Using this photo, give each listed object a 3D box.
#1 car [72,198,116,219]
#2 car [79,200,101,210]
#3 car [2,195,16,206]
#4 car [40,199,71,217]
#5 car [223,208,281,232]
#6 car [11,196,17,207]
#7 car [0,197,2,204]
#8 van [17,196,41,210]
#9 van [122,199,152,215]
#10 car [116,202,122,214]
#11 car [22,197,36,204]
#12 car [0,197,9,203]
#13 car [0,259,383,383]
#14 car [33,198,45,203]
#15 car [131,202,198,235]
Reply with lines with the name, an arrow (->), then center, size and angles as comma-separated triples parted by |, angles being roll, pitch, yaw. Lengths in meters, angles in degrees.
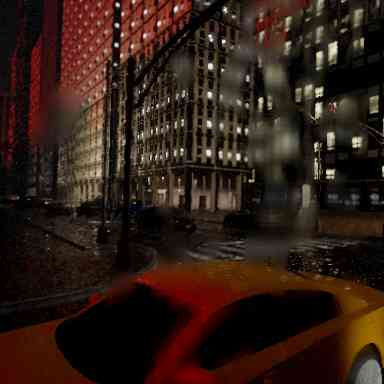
car -> -9.374, 1.659, 31.415 | 2.128, 1.511, 4.902 | 2, -1, -35
car -> -15.443, 1.967, 50.246 | 1.947, 1.339, 4.313 | 2, -1, -35
car -> -31.996, 1.492, 59.369 | 2.192, 1.841, 5.009 | 2, -1, -35
car -> -12.631, 1.642, 31.555 | 2.008, 1.369, 4.403 | 2, -1, -35
car -> 3.932, 1.763, 22.438 | 1.967, 1.590, 4.097 | 2, -1, -35
car -> -25.545, 1.729, 50.094 | 1.802, 1.307, 4.206 | 2, -1, -35
car -> -38.459, 1.775, 68.634 | 1.947, 1.339, 4.313 | 2, -1, -35
van -> -22.311, 1.473, 45.463 | 1.690, 1.788, 3.998 | 2, -1, -35
van -> -5.752, 1.702, 36.345 | 1.690, 1.788, 3.998 | 2, -1, -35
car -> -8.985, 1.924, 40.976 | 2.008, 1.369, 4.403 | 2, -1, -35
car -> -38.937, 1.935, 79.271 | 2.128, 1.511, 4.902 | 2, -1, -35
car -> -41.687, 1.776, 73.269 | 2.008, 1.369, 4.403 | 2, -1, -35
car -> 0.043, 1.514, 3.250 | 5.008, 1.535, 1.882 | 1, -1, -35
car -> -38.044, 2.094, 82.690 | 1.802, 1.307, 4.206 | 2, -1, -35
car -> -1.607, 1.618, 20.260 | 1.882, 1.535, 5.008 | 2, -1, -35
